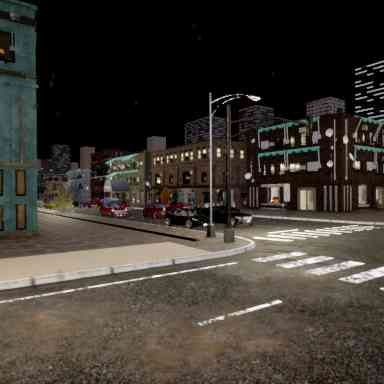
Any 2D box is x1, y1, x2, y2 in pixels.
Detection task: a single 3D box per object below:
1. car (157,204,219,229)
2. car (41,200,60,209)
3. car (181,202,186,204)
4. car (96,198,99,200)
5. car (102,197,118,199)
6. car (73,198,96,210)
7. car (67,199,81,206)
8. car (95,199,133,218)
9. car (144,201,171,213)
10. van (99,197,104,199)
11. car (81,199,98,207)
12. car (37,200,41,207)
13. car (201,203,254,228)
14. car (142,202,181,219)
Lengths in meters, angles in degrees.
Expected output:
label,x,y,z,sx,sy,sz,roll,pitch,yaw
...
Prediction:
label,x,y,z,sx,sy,sz,roll,pitch,yaw
car,-0.377,1.814,23.783,1.947,1.339,4.313,-1,0,-35
car,-24.204,2.232,57.618,1.752,1.417,4.829,-1,0,-35
car,-1.464,1.904,40.023,1.802,1.307,4.206,-2,0,-35
car,-17.471,1.940,62.603,2.192,1.841,5.009,-1,0,-35
car,-8.910,1.786,40.540,2.097,1.767,4.553,-1,0,-35
car,-17.678,1.946,53.072,2.033,1.411,5.357,-1,0,-35
car,-27.066,2.364,76.152,1.947,1.339,4.313,-1,0,-35
car,-8.304,1.846,35.175,1.967,1.590,4.097,-1,0,-35
car,-4.663,1.966,44.539,1.802,1.307,4.206,-2,0,-35
van,-14.270,1.907,58.087,1.690,1.788,3.998,-1,0,-35
car,-20.666,2.227,67.120,1.887,1.381,4.507,-1,0,-35
car,-30.703,2.376,66.790,2.008,1.369,4.403,-1,0,-35
car,2.451,1.735,24.506,1.812,1.442,4.674,-1,0,-37
car,-3.298,1.887,32.617,1.994,1.385,4.181,-1,0,-35
